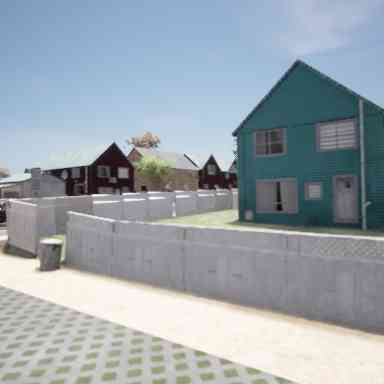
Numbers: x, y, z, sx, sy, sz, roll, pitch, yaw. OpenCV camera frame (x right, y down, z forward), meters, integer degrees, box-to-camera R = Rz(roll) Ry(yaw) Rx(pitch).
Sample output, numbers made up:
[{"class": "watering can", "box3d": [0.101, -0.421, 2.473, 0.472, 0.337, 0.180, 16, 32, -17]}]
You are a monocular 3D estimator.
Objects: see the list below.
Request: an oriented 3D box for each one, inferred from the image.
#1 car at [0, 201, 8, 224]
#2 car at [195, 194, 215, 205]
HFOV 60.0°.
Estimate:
[{"class": "car", "box3d": [-11.533, 1.314, 20.501, 1.837, 1.490, 4.892, -2, 1, 35]}, {"class": "car", "box3d": [1.525, 0.728, 39.036, 1.812, 1.442, 4.674, -2, 1, 36]}]
